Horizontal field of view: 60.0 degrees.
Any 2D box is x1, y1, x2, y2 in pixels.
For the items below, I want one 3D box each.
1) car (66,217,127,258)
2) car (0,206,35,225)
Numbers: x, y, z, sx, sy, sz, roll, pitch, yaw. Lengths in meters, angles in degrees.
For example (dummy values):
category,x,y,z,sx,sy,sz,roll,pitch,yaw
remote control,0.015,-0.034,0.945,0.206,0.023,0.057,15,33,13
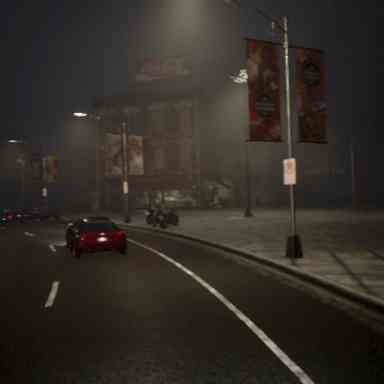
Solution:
category,x,y,z,sx,sy,sz,roll,pitch,yaw
car,-4.092,1.719,13.859,1.994,1.385,4.181,-2,0,-25
car,-16.530,2.144,29.681,5.357,1.411,2.033,-2,0,40
